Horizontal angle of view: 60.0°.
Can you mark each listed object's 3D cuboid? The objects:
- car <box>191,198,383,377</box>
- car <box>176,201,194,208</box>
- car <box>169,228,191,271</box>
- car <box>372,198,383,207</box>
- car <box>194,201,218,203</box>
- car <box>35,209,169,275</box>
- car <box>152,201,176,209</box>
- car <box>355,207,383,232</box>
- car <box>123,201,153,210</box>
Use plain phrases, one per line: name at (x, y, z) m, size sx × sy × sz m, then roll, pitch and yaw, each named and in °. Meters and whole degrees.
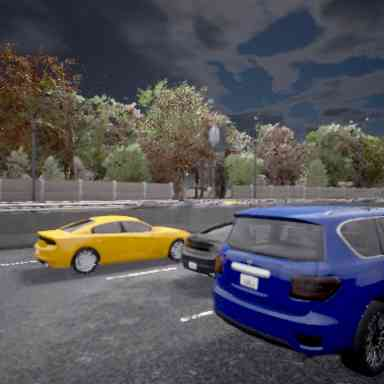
car at (2.919, 1.239, 5.816) m, size 5.566 × 2.045 × 2.150 m, roll 0°, pitch 0°, yaw -35°
car at (1.391, 1.584, 30.724) m, size 4.902 × 1.511 × 2.128 m, roll 0°, pitch 0°, yaw -35°
car at (1.995, 1.533, 9.451) m, size 4.892 × 1.490 × 1.837 m, roll 0°, pitch 0°, yaw -35°
car at (33.044, 1.765, 57.372) m, size 4.181 × 1.385 × 1.994 m, roll 0°, pitch 0°, yaw -35°
car at (2.938, 1.560, 27.531) m, size 5.008 × 1.535 × 1.882 m, roll 0°, pitch 0°, yaw -35°
car at (-2.276, 1.511, 10.713) m, size 5.008 × 1.535 × 1.882 m, roll 0°, pitch 0°, yaw -35°
car at (-0.893, 1.649, 33.398) m, size 5.357 × 1.411 × 2.033 m, roll 0°, pitch 0°, yaw -35°
car at (12.650, 1.663, 21.303) m, size 4.718 × 1.301 × 1.895 m, roll 0°, pitch 0°, yaw -35°
car at (-4.959, 1.632, 34.801) m, size 4.674 × 1.442 × 1.812 m, roll 0°, pitch 0°, yaw -35°
